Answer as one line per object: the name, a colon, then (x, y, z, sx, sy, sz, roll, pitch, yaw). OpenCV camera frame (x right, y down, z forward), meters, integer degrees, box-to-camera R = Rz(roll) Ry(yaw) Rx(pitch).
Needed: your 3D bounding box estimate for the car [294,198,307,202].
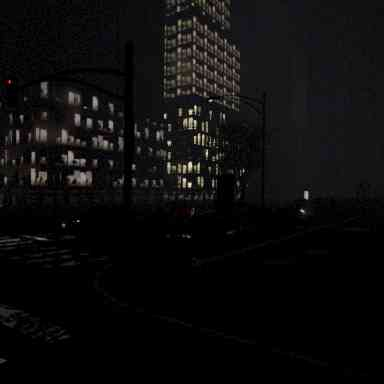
car: (16.120, 1.697, 48.690, 1.882, 1.535, 5.008, 1, 0, 36)

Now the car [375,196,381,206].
car: (35.046, 1.940, 64.741, 1.752, 1.417, 4.829, 1, 0, 36)

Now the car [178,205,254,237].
car: (1.479, 1.696, 19.081, 2.008, 1.369, 4.403, 1, 0, 36)

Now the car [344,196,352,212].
car: (18.498, 1.720, 42.251, 1.967, 1.590, 4.097, 1, 0, 36)

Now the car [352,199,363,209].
car: (25.052, 1.773, 51.209, 1.967, 1.590, 4.097, 1, 0, 36)

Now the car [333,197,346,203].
car: (34.699, 1.862, 78.375, 1.752, 1.417, 4.829, 1, 0, 36)

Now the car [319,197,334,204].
car: (28.204, 1.849, 69.581, 1.947, 1.339, 4.313, 1, 0, 36)

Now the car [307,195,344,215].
car: (15.228, 1.569, 37.765, 2.192, 1.841, 5.009, 1, 0, 36)

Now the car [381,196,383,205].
car: (41.544, 1.784, 73.534, 2.192, 1.841, 5.009, 1, 0, 36)

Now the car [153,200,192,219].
car: (-1.581, 1.480, 29.474, 1.967, 1.590, 4.097, 1, 0, 36)

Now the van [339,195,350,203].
van: (38.100, 1.706, 82.977, 1.690, 1.788, 3.998, 1, 0, 36)

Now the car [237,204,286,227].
car: (4.736, 1.736, 23.491, 1.947, 1.339, 4.313, 1, 0, 36)

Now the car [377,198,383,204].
car: (44.840, 2.047, 77.999, 2.008, 1.369, 4.403, 1, 0, 36)

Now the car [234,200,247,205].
car: (3.999, 1.614, 32.442, 1.837, 1.490, 4.892, 1, 0, 37)

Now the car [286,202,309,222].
car: (7.992, 1.778, 27.899, 1.802, 1.307, 4.206, 1, 0, 36)

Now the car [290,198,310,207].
car: (18.209, 1.726, 56.050, 1.752, 1.417, 4.829, 1, 0, 36)

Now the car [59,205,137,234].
car: (-5.398, 1.528, 19.675, 2.128, 1.511, 4.902, 1, 0, 35)
